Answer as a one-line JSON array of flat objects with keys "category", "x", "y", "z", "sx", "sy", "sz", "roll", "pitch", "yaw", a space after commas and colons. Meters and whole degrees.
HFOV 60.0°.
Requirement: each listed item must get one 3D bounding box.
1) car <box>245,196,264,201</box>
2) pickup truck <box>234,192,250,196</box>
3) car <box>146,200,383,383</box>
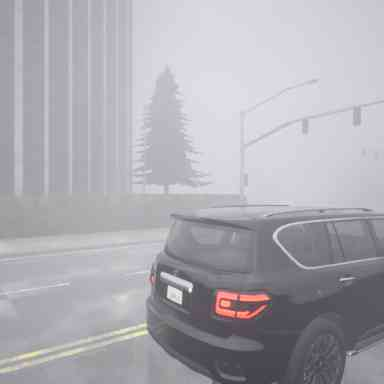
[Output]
[{"category": "car", "x": 8.387, "y": 1.564, "z": 43.120, "sx": 1.994, "sy": 1.385, "sz": 4.181, "roll": 0, "pitch": 0, "yaw": -36}, {"category": "pickup truck", "x": 10.198, "y": 1.059, "z": 68.782, "sx": 2.390, "sy": 2.098, "sz": 6.274, "roll": 0, "pitch": 0, "yaw": -5}, {"category": "car", "x": 2.014, "y": 1.221, "z": 5.179, "sx": 5.566, "sy": 2.045, "sz": 2.150, "roll": 0, "pitch": 0, "yaw": -35}]
